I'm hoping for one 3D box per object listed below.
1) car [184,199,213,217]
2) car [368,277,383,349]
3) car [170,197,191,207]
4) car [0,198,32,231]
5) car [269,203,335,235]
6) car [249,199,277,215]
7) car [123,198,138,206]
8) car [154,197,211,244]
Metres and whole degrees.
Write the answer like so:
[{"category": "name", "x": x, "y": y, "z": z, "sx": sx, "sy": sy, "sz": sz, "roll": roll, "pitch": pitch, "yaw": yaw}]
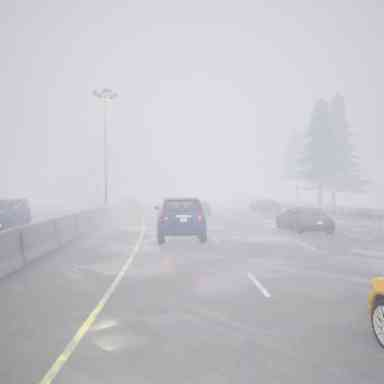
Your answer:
[{"category": "car", "x": 0.534, "y": 1.538, "z": 32.849, "sx": 1.837, "sy": 1.490, "sz": 4.892, "roll": 1, "pitch": 0, "yaw": -12}, {"category": "car", "x": 3.653, "y": 1.442, "z": 3.049, "sx": 1.882, "sy": 1.535, "sz": 5.008, "roll": 0, "pitch": 0, "yaw": -2}, {"category": "car", "x": -2.069, "y": 1.579, "z": 55.991, "sx": 2.128, "sy": 1.511, "sz": 4.902, "roll": 0, "pitch": 0, "yaw": -20}, {"category": "car", "x": -11.838, "y": 1.433, "z": 20.762, "sx": 2.150, "sy": 2.045, "sz": 5.566, "roll": -1, "pitch": 0, "yaw": -8}, {"category": "car", "x": 6.170, "y": 1.519, "z": 18.639, "sx": 1.994, "sy": 1.385, "sz": 4.181, "roll": 0, "pitch": 0, "yaw": -7}, {"category": "car", "x": 7.353, "y": 1.466, "z": 33.979, "sx": 1.837, "sy": 1.490, "sz": 4.892, "roll": 0, "pitch": 0, "yaw": -12}, {"category": "car", "x": -11.174, "y": 1.739, "z": 60.541, "sx": 2.033, "sy": 1.411, "sz": 5.357, "roll": -1, "pitch": 0, "yaw": -23}, {"category": "car", "x": -0.634, "y": 1.248, "z": 16.352, "sx": 2.150, "sy": 2.045, "sz": 5.566, "roll": 0, "pitch": 0, "yaw": -6}]
